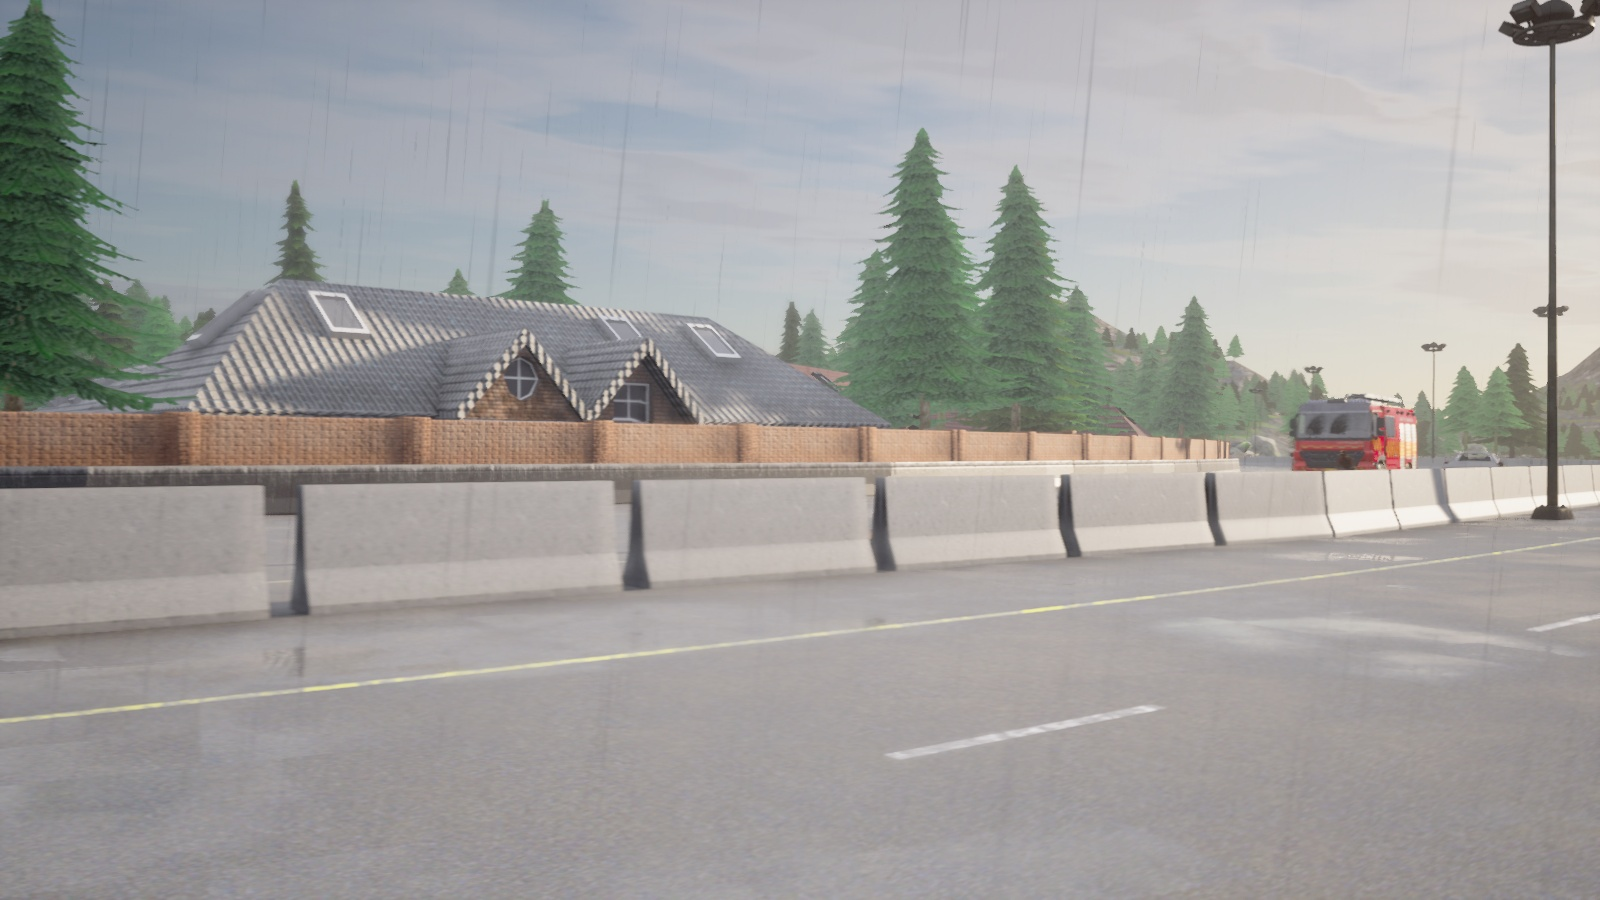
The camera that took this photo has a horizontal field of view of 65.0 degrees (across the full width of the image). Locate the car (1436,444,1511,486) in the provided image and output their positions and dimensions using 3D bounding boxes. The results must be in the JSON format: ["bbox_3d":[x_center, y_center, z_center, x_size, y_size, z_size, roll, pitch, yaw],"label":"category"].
[{"bbox_3d":[27.775,0.601,51.714,2.152,1.651,5.027,0,0,35],"label":"car"}]

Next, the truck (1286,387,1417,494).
[{"bbox_3d":[21.873,-0.335,49.483,2.891,3.827,8.468,0,0,37],"label":"truck"}]
